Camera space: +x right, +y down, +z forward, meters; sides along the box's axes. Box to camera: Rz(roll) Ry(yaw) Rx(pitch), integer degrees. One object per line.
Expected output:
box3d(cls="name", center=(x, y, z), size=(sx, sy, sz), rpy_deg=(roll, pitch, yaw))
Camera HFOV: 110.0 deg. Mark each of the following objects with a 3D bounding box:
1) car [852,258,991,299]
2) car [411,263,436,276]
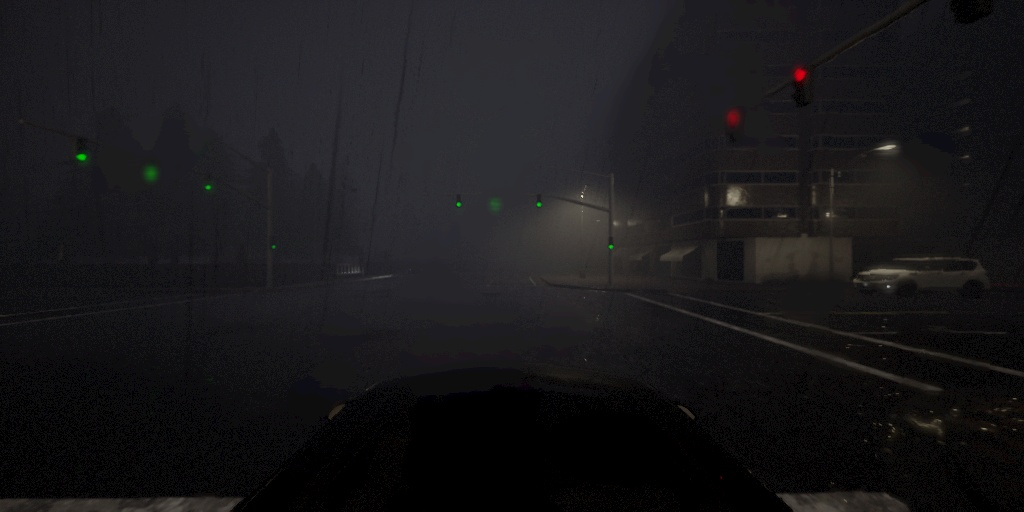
box3d(cls="car", center=(21.206, 1.123, 18.696), size=(5.566, 2.045, 2.150), rpy_deg=(0, 0, 0))
box3d(cls="car", center=(-10.401, 1.564, 42.468), size=(1.837, 1.490, 4.892), rpy_deg=(0, 1, 5))
